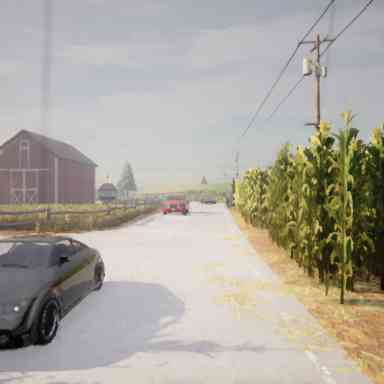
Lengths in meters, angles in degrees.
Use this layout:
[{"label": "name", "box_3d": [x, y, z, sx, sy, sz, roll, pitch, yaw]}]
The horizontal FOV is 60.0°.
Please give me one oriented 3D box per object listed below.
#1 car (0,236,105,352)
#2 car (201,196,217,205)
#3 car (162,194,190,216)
[{"label": "car", "box_3d": [-3.076, 1.561, 6.219, 1.994, 1.385, 4.181, 0, 0, 1]}, {"label": "car", "box_3d": [2.867, 1.462, 58.105, 2.033, 1.411, 5.357, 0, 0, -10]}, {"label": "car", "box_3d": [-1.476, 1.224, 32.847, 2.150, 2.045, 5.566, 0, 0, 5]}]
